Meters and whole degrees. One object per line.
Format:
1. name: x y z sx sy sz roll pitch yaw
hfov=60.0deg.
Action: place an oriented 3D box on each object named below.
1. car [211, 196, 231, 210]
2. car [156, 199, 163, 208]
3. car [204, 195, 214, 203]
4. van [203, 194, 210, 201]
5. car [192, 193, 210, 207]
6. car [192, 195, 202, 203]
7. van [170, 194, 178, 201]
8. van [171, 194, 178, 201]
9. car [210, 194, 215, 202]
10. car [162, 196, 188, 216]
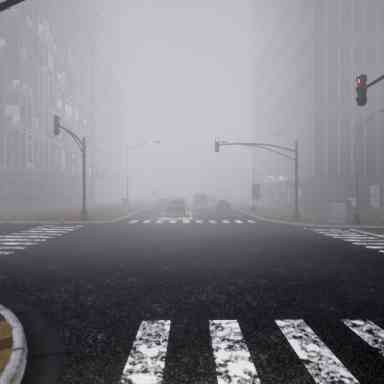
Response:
1. car: 3.809 1.579 41.841 1.947 1.339 4.313 0 0 0
2. car: -4.160 1.592 47.311 1.802 1.307 4.206 0 0 0
3. car: 3.564 1.432 69.477 1.967 1.590 4.097 0 0 0
4. van: 3.485 1.321 80.532 1.690 1.788 3.998 0 0 0
5. car: 1.225 1.230 50.937 2.150 2.045 5.566 0 0 0
6. car: 0.974 1.512 73.183 2.128 1.511 4.902 0 0 0
7. van: -4.395 1.321 80.476 1.690 1.788 3.998 0 0 0
8. van: -4.434 1.315 86.003 1.690 1.788 3.998 0 0 0
9. car: 3.603 1.313 63.949 2.192 1.841 5.009 0 0 0
10. car: -1.593 1.494 33.326 1.882 1.535 5.008 0 0 0
